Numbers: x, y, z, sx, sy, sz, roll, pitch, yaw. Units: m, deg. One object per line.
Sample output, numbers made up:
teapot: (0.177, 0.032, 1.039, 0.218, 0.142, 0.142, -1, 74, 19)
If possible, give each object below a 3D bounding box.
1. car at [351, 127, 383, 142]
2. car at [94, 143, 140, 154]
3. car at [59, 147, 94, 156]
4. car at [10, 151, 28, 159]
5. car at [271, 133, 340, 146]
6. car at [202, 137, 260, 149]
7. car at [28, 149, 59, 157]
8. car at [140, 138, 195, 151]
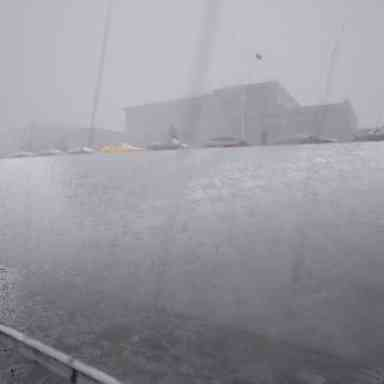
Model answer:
car: (12.819, -3.370, 21.186, 4.892, 1.521, 2.231, 2, 1, 27)
car: (-6.598, -3.902, 31.909, 5.008, 1.535, 2.097, 2, 1, 32)
car: (-11.303, -3.994, 34.848, 4.674, 1.452, 2.002, 2, 1, 33)
car: (-20.503, -4.271, 40.995, 4.892, 1.521, 2.231, 1, 1, 34)
car: (7.993, -3.461, 23.655, 4.674, 1.452, 2.002, 2, 1, 28)
car: (3.135, -3.603, 26.272, 4.792, 1.488, 2.163, 2, 1, 29)
car: (-15.943, -4.162, 37.886, 4.892, 1.521, 2.231, 1, 1, 34)
car: (-1.850, -3.895, 29.082, 4.553, 1.767, 2.185, 2, 1, 31)
